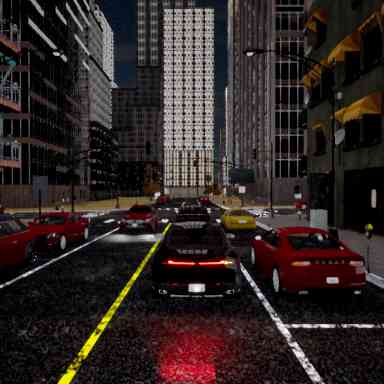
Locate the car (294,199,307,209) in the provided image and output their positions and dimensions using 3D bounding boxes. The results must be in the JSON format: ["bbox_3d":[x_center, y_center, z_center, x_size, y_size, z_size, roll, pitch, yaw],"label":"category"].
[{"bbox_3d":[14.182,1.254,38.741,4.507,1.381,1.887,-1,1,-1],"label":"car"}]

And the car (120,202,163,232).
[{"bbox_3d":[-3.047,1.522,20.085,1.812,1.442,4.674,0,0,0],"label":"car"}]

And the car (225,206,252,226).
[{"bbox_3d":[2.646,1.522,19.765,1.752,1.417,4.829,-1,0,0],"label":"car"}]

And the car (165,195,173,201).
[{"bbox_3d":[-5.852,1.521,85.175,1.752,1.417,4.829,-1,0,0],"label":"car"}]

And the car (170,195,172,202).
[{"bbox_3d":[-5.824,1.310,68.667,2.192,1.841,5.009,-1,0,0],"label":"car"}]

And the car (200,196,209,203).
[{"bbox_3d":[2.558,1.520,68.851,1.752,1.417,4.829,-1,0,0],"label":"car"}]

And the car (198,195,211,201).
[{"bbox_3d":[2.567,1.435,63.121,1.967,1.590,4.097,-1,0,0],"label":"car"}]

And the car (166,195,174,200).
[{"bbox_3d":[-5.862,1.541,90.904,1.887,1.381,4.507,-1,0,0],"label":"car"}]

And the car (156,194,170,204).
[{"bbox_3d":[-5.812,1.540,63.107,1.887,1.381,4.507,-1,0,0],"label":"car"}]

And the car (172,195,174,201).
[{"bbox_3d":[-5.834,1.310,74.227,2.192,1.841,5.009,-1,0,0],"label":"car"}]

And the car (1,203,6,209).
[{"bbox_3d":[-23.916,1.744,38.348,4.097,1.590,1.967,-1,1,-1],"label":"car"}]

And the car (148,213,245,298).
[{"bbox_3d":[0.083,1.503,8.478,1.837,1.490,4.892,0,0,0],"label":"car"}]

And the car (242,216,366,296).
[{"bbox_3d":[2.667,1.543,8.548,1.887,1.381,4.507,-1,0,0],"label":"car"}]

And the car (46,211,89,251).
[{"bbox_3d":[-5.724,1.542,14.071,1.887,1.381,4.507,-1,0,0],"label":"car"}]

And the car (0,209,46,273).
[{"bbox_3d":[-5.715,1.439,8.547,1.967,1.590,4.097,-1,0,0],"label":"car"}]

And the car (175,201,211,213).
[{"bbox_3d":[0.063,1.475,18.751,1.882,1.535,5.008,0,0,0],"label":"car"}]
